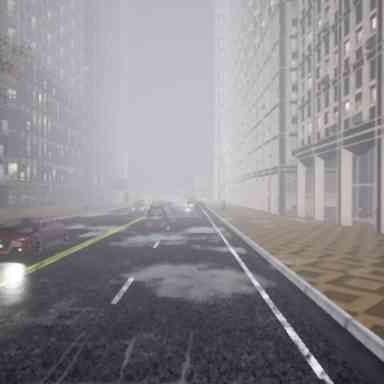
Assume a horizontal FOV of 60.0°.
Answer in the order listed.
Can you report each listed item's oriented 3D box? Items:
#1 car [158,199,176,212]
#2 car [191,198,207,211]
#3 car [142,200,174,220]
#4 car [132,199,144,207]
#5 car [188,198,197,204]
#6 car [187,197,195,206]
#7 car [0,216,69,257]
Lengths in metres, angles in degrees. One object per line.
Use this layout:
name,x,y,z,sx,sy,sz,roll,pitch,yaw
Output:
car,-3.101,1.906,42.627,1.812,1.442,4.674,0,0,1
car,1.195,1.965,48.929,1.812,1.442,4.674,0,0,0
car,-3.114,1.775,31.467,2.128,1.511,4.902,0,-1,0
car,-9.702,2.010,61.439,1.882,1.535,5.008,0,0,1
car,0.096,2.114,79.998,2.033,1.411,5.357,0,0,0
car,0.082,1.822,67.895,2.097,1.767,4.553,0,0,0
car,-6.572,1.681,13.369,1.994,1.385,4.181,0,-1,1
